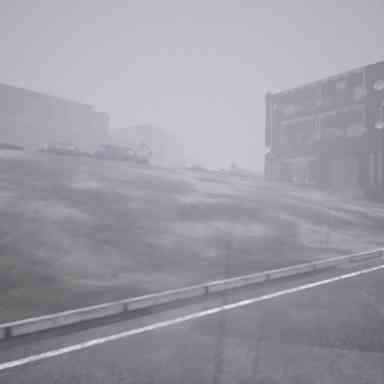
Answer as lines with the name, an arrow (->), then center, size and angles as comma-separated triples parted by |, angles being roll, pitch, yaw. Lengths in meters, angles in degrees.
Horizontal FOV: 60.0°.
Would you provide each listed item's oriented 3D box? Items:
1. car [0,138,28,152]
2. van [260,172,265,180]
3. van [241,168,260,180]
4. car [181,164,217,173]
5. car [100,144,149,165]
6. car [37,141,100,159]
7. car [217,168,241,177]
car -> -14.610, -3.352, 24.206 | 4.892, 1.521, 2.231 | 2, -1, -44
van -> 11.094, -2.139, 53.532 | 1.878, 1.987, 4.442 | 1, -2, 38
van -> 7.709, -2.408, 49.155 | 1.878, 1.987, 4.442 | 0, -2, 39
car -> 0.560, -2.623, 40.514 | 2.002, 1.452, 4.674 | 0, -2, 41
car -> -6.770, -3.300, 32.273 | 2.435, 2.045, 5.566 | 0, -1, 44
car -> -10.644, -3.337, 28.213 | 2.185, 1.767, 4.553 | 0, -1, 45
car -> 4.122, -2.397, 44.755 | 2.002, 1.452, 4.674 | 0, -2, 40
